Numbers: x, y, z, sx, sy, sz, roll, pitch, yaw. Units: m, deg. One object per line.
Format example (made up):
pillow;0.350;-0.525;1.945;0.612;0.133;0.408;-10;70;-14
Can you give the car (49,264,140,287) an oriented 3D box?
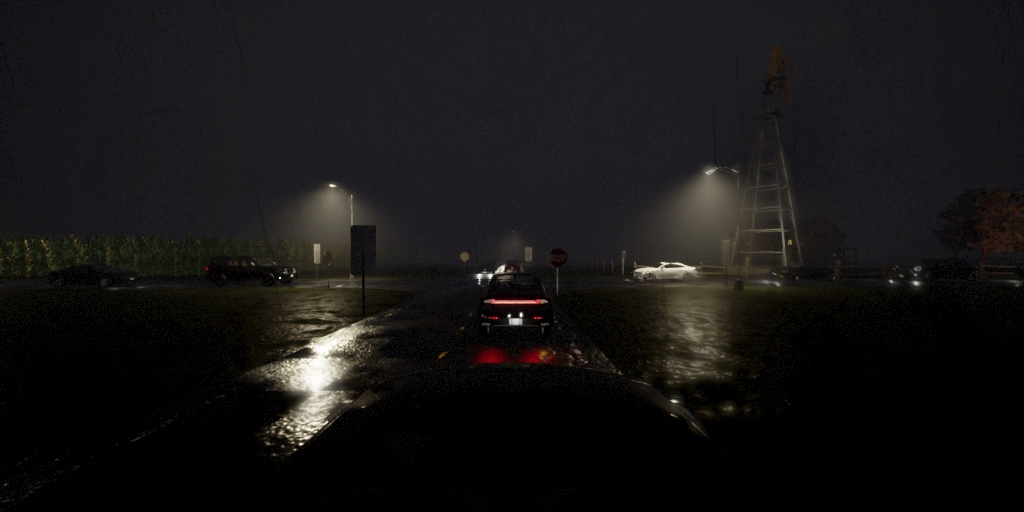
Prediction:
car;-29.110;1.336;25.090;5.008;1.535;1.882;0;1;0

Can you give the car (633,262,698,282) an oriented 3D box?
car;11.743;1.199;27.527;4.674;1.442;1.812;0;1;-1

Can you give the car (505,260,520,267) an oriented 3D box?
car;0.027;1.244;45.713;1.812;1.442;4.674;0;0;0

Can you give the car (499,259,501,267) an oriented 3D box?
car;-2.934;1.217;50.429;1.837;1.490;4.892;0;0;0

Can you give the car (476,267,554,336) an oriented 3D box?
car;0.094;1.239;10.367;2.128;1.511;4.902;0;0;0

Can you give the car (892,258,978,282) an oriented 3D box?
car;31.716;0.954;27.019;4.553;1.767;2.097;0;1;2

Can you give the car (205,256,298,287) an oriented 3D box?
car;-18.155;1.039;25.087;5.566;2.045;2.150;0;1;0

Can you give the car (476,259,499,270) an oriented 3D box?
car;-2.927;1.287;41.529;1.994;1.385;4.181;0;0;1

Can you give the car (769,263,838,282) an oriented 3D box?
car;22.123;1.201;27.340;4.181;1.385;1.994;0;1;2

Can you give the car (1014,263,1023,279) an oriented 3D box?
car;41.312;0.790;26.604;5.566;2.045;2.150;0;1;3
